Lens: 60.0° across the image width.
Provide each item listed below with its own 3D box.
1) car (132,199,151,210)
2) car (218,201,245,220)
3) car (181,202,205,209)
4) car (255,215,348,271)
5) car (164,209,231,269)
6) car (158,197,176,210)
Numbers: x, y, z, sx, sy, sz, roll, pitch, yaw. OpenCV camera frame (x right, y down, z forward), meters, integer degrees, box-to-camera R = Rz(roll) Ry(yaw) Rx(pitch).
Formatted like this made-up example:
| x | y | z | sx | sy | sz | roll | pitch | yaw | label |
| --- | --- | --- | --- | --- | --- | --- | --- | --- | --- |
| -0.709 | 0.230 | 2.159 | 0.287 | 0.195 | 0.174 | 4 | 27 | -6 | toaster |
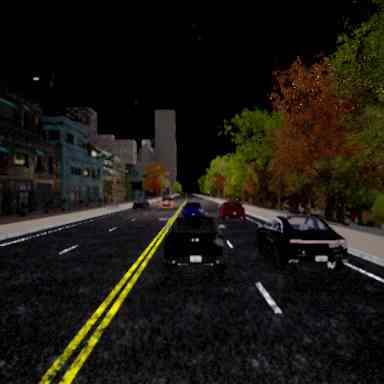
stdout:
| x | y | z | sx | sy | sz | roll | pitch | yaw | label |
| --- | --- | --- | --- | --- | --- | --- | --- | --- | --- |
| -6.591 | 1.640 | 43.778 | 2.033 | 1.411 | 5.357 | 0 | 0 | 0 | car |
| 3.348 | 1.537 | 28.493 | 1.882 | 1.535 | 5.008 | 0 | 0 | 0 | car |
| 0.099 | 1.584 | 27.960 | 1.812 | 1.442 | 4.674 | 0 | 0 | 0 | car |
| 3.350 | 1.515 | 11.026 | 2.128 | 1.511 | 4.902 | 0 | 0 | 0 | car |
| 0.099 | 1.529 | 11.216 | 1.837 | 1.490 | 4.892 | 0 | 0 | 0 | car |
| -3.338 | 1.446 | 45.237 | 2.097 | 1.767 | 4.553 | 0 | 0 | 0 | car |
